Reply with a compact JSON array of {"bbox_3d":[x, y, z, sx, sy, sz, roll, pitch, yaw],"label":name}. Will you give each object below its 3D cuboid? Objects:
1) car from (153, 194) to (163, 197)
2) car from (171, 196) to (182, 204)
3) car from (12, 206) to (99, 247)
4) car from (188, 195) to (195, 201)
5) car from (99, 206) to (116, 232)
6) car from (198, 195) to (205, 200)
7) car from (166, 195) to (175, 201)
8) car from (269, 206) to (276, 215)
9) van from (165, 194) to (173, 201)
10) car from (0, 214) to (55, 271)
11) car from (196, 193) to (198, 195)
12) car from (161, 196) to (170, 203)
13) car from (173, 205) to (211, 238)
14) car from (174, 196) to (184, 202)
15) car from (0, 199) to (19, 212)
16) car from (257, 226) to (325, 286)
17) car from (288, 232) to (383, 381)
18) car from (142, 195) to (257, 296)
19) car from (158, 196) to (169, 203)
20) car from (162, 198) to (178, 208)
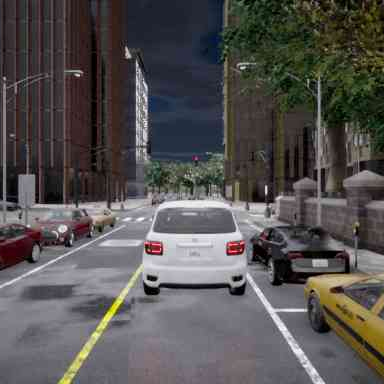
[{"bbox_3d":[-5.797,1.327,57.543,2.192,1.841,5.009,0,0,0],"label":"car"},{"bbox_3d":[-3.060,1.581,66.976,1.994,1.385,4.181,0,0,1],"label":"car"},{"bbox_3d":[-5.773,1.440,14.679,1.967,1.590,4.097,0,0,0],"label":"car"},{"bbox_3d":[-0.050,1.531,88.581,1.837,1.490,4.892,0,0,0],"label":"car"},{"bbox_3d":[-5.776,1.526,19.965,1.752,1.417,4.829,0,0,0],"label":"car"},{"bbox_3d":[2.707,1.561,95.781,1.752,1.417,4.829,0,0,0],"label":"car"},{"bbox_3d":[-5.815,1.582,90.169,2.008,1.369,4.403,0,0,0],"label":"car"},{"bbox_3d":[10.240,1.738,34.682,4.892,1.490,1.837,1,0,-2],"label":"car"},{"bbox_3d":[-5.812,1.369,84.731,1.690,1.788,3.998,0,0,0],"label":"van"},{"bbox_3d":[-5.770,1.544,9.221,1.887,1.381,4.507,0,0,0],"label":"car"},{"bbox_3d":[-0.045,1.548,78.675,1.812,1.442,4.674,0,0,0],"label":"car"},{"bbox_3d":[-5.805,1.546,73.686,1.752,1.417,4.829,0,0,0],"label":"car"},{"bbox_3d":[0.013,1.526,18.464,1.812,1.442,4.674,0,0,1],"label":"car"},{"bbox_3d":[-3.044,1.556,77.315,2.033,1.411,5.357,0,0,0],"label":"car"},{"bbox_3d":[-19.189,1.201,31.530,5.357,1.411,2.033,1,0,-5],"label":"car"},{"bbox_3d":[2.756,1.566,9.228,1.947,1.339,4.313,0,0,0],"label":"car"},{"bbox_3d":[2.759,1.525,3.941,1.752,1.417,4.829,0,0,0],"label":"car"},{"bbox_3d":[0.061,1.221,8.819,2.150,2.045,5.566,0,0,0],"label":"car"},{"bbox_3d":[-5.802,1.599,68.418,1.802,1.307,4.206,0,0,0],"label":"car"},{"bbox_3d":[-3.123,1.572,48.106,1.994,1.385,4.181,0,0,0],"label":"car"}]
